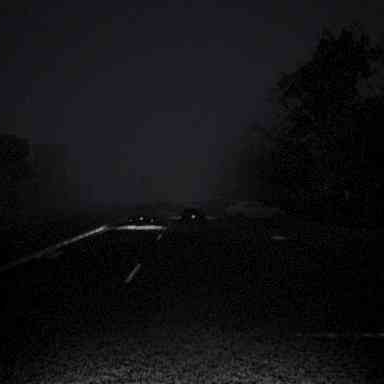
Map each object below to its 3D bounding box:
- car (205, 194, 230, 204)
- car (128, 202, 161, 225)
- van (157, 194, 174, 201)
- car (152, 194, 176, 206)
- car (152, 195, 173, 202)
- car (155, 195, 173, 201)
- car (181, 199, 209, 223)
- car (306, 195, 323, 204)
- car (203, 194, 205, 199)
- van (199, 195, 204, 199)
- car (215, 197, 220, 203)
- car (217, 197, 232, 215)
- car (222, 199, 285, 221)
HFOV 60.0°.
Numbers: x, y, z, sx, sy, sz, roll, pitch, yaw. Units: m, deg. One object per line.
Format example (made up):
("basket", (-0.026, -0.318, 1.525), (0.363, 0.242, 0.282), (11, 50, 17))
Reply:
("car", (5.112, 1.367, 60.840), (4.553, 1.767, 2.185), (0, 0, 0))
("car", (-3.344, 1.566, 23.945), (1.994, 1.385, 4.181), (0, 0, 0))
("van", (-7.324, 1.541, 91.303), (4.442, 1.987, 1.878), (0, -1, -1))
("car", (-3.252, 1.214, 39.980), (1.994, 1.385, 4.181), (0, 0, 0))
("car", (-7.572, 1.647, 85.342), (5.366, 1.575, 1.946), (0, -1, -1))
("car", (-7.382, 1.576, 88.263), (4.553, 1.767, 2.185), (0, -1, -1))
("car", (0.099, 1.529, 25.580), (1.812, 1.442, 4.674), (0, 0, 0))
("car", (19.448, 1.180, 49.216), (5.008, 1.535, 1.882), (-1, -3, 0))
("car", (5.039, 1.536, 64.010), (4.674, 1.452, 2.002), (0, 0, 0))
("van", (4.769, 1.419, 84.807), (4.442, 1.987, 1.878), (0, -1, -1))
("car", (5.077, 1.486, 33.228), (4.892, 1.521, 2.231), (0, 0, 0))
("car", (5.089, 1.484, 29.955), (5.008, 1.535, 2.097), (0, 0, 0))
("car", (5.081, 1.524, 26.806), (4.674, 1.452, 2.002), (0, 0, 0))
